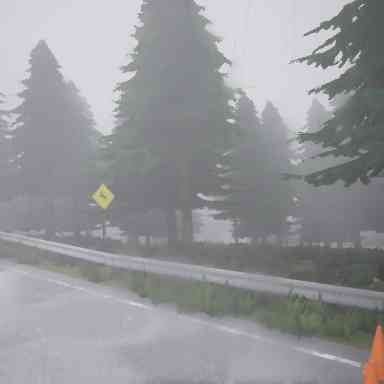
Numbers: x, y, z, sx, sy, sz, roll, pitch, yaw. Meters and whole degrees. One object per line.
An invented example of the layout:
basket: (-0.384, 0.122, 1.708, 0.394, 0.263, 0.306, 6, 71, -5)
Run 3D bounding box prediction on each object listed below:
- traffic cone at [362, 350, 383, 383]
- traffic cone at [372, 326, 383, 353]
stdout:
traffic cone: (1.777, 1.956, 3.286, 0.340, 0.580, 0.340, 0, 0, 34)
traffic cone: (2.323, 1.956, 4.120, 0.340, 0.580, 0.340, 0, 0, 34)
